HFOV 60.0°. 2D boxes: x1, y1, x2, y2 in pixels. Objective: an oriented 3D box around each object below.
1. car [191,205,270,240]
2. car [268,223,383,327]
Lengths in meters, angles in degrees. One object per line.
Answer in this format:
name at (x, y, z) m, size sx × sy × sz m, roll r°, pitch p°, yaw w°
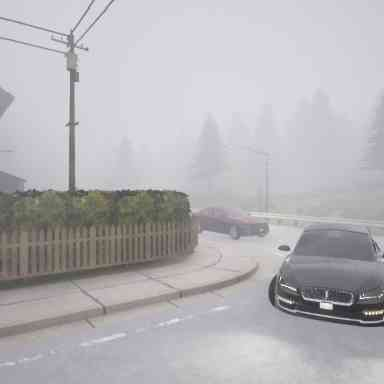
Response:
car at (1.851, 1.478, 17.428) m, size 1.882 × 1.535 × 5.008 m, roll 0°, pitch 0°, yaw -33°
car at (3.151, 1.505, 7.292) m, size 1.837 × 1.490 × 4.892 m, roll 0°, pitch 0°, yaw 27°
